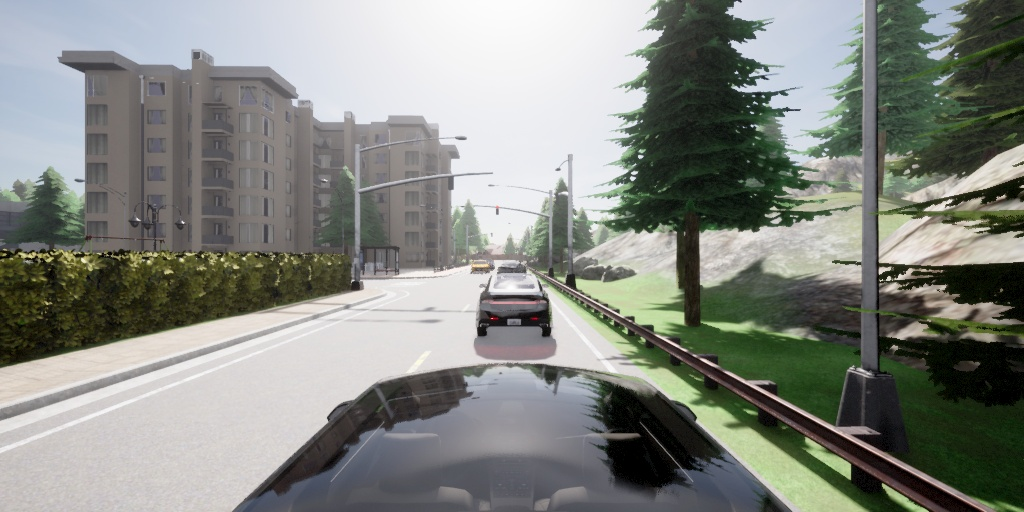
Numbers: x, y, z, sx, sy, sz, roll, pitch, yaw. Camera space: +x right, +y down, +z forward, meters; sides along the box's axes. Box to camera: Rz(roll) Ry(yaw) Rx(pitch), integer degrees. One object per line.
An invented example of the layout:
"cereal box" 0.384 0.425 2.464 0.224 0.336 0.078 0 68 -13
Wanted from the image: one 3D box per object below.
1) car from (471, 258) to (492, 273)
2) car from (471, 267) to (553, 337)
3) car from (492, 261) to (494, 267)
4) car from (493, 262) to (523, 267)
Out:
"car" -3.698 1.228 42.302 1.882 1.535 5.008 0 0 0
"car" 0.057 1.242 10.312 2.128 1.511 4.902 0 0 0
"car" -3.713 1.102 51.913 2.097 1.767 4.553 0 0 0
"car" 0.065 1.254 31.356 1.837 1.490 4.892 3 1 12
